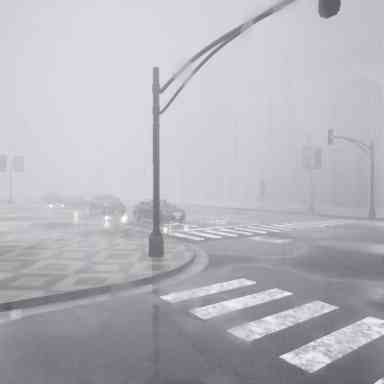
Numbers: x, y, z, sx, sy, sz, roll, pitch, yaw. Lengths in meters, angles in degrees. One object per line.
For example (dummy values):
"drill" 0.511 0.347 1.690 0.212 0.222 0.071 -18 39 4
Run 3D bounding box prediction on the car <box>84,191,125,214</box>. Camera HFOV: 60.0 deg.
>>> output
"car" -7.630 0.979 29.735 2.097 1.767 4.553 0 1 -36

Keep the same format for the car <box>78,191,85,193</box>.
"car" -21.646 0.526 66.212 1.882 1.535 5.008 0 1 -36

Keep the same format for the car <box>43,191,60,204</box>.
"car" -18.859 0.697 45.390 2.097 1.767 4.553 0 1 -35

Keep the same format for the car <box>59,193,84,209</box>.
"car" -12.874 1.098 37.027 1.895 1.301 4.718 0 1 -36

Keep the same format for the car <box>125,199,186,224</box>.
"car" -2.300 1.247 22.334 2.128 1.511 4.902 0 1 -36
